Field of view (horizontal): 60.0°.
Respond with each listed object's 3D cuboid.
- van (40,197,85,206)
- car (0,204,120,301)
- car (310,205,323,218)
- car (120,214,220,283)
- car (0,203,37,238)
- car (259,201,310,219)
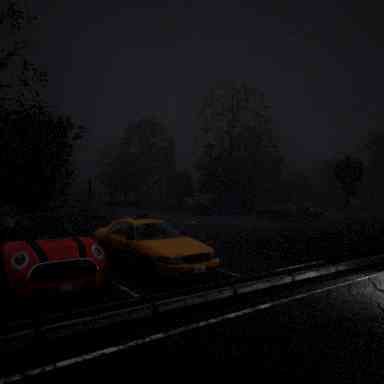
[{"bbox_3d":[-8.065,1.266,20.485,1.878,1.987,4.442,0,0,-36],"label":"van"},{"bbox_3d":[-3.864,1.348,8.569,2.185,1.767,4.553,0,0,-36],"label":"car"},{"bbox_3d":[11.290,1.747,34.615,2.185,1.767,4.553,1,-1,-36],"label":"car"},{"bbox_3d":[-1.372,1.484,10.102,1.946,1.575,5.366,0,0,-36],"label":"car"},{"bbox_3d":[-10.508,1.475,19.094,1.946,1.575,5.366,0,0,-36],"label":"car"},{"bbox_3d":[8.743,1.845,32.721,2.002,1.452,4.674,2,-1,-36],"label":"car"}]
